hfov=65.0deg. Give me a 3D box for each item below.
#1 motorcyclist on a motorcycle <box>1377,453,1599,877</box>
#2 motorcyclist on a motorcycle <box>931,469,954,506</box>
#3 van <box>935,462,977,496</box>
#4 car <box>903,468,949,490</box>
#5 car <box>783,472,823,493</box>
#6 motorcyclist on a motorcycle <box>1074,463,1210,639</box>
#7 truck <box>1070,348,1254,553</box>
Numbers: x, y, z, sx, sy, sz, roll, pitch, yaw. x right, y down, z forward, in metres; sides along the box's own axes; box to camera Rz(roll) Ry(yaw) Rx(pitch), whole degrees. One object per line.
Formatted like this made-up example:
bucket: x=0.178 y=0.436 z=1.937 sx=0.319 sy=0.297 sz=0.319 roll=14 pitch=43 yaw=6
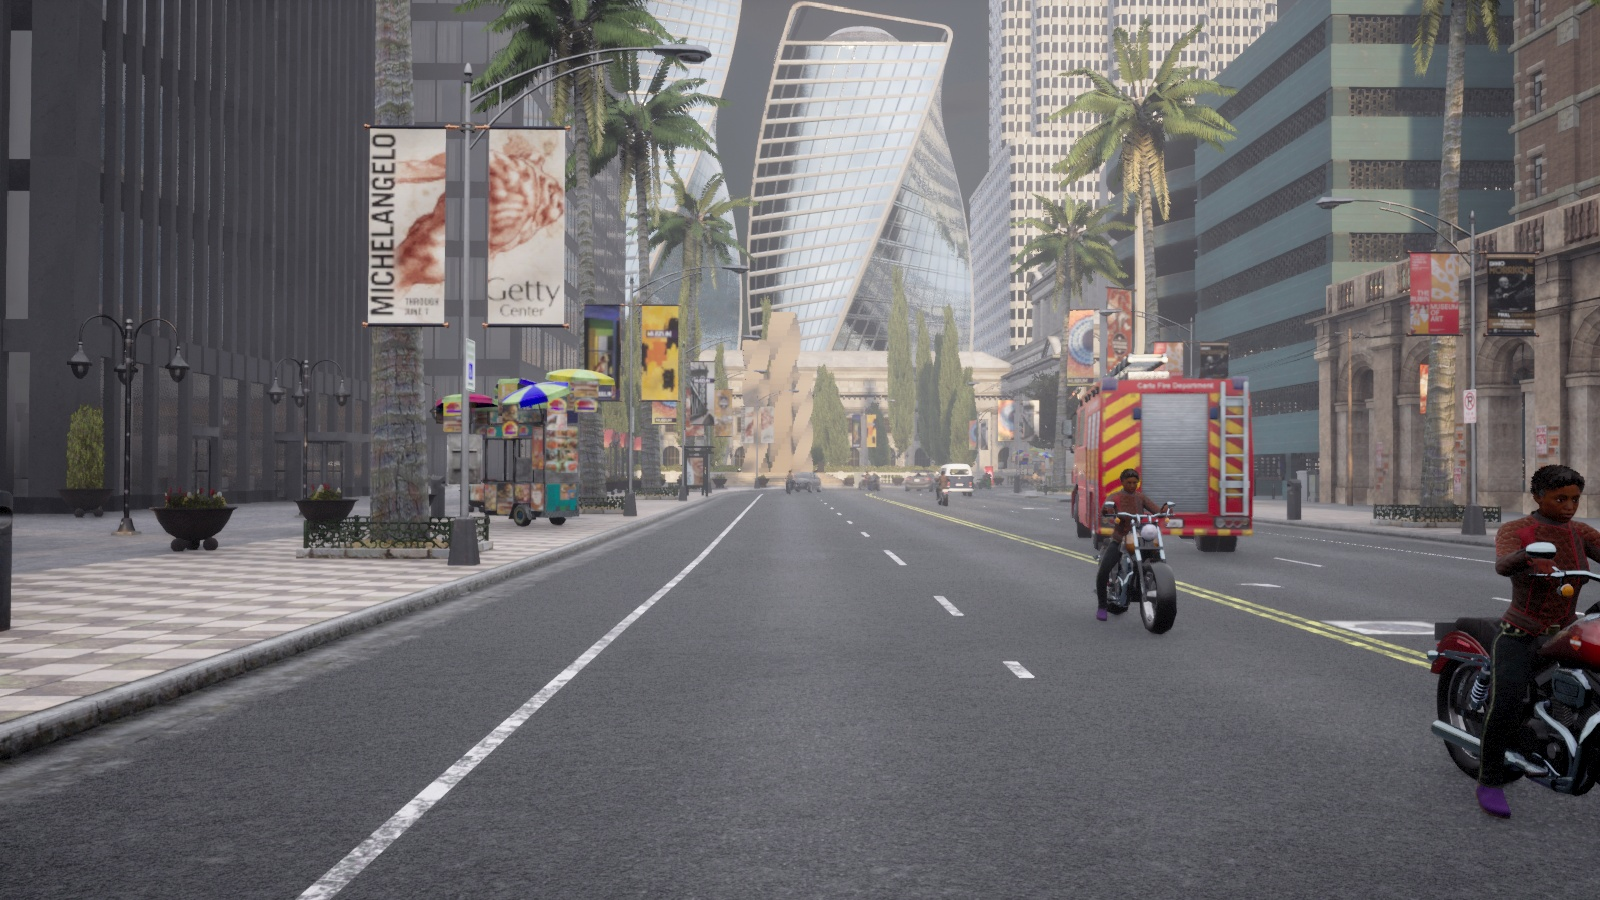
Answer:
motorcyclist on a motorcycle: x=3.492 y=0.844 z=5.565 sx=0.766 sy=1.649 sz=2.350 roll=0 pitch=-1 yaw=0
motorcyclist on a motorcycle: x=6.547 y=1.705 z=57.707 sx=0.766 sy=1.649 sz=2.350 roll=0 pitch=-1 yaw=-1
van: x=9.797 y=1.828 z=79.362 sx=2.069 sy=2.038 sz=4.480 roll=0 pitch=-1 yaw=0
car: x=9.791 y=2.249 z=97.247 sx=2.242 sy=1.667 sz=4.611 roll=-1 pitch=-1 yaw=23
car: x=0.263 y=2.336 z=90.582 sx=1.837 sy=1.490 sz=4.892 roll=-1 pitch=-1 yaw=13
motorcyclist on a motorcycle: x=3.486 y=0.969 z=13.029 sx=0.766 sy=1.649 sz=2.350 roll=0 pitch=-1 yaw=0
truck: x=7.712 y=0.087 z=27.914 sx=2.891 sy=3.827 sz=8.468 roll=0 pitch=-1 yaw=9
